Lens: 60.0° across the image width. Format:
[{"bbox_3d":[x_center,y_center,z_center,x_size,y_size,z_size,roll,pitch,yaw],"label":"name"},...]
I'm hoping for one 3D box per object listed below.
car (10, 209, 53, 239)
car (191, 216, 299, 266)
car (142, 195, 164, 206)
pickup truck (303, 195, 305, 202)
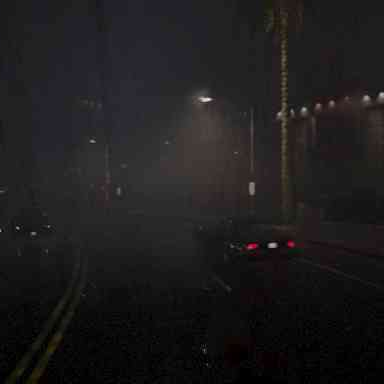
[{"bbox_3d":[-9.013,1.652,18.533,2.033,1.411,5.357,0,0,-29],"label":"car"},{"bbox_3d":[1.549,1.563,11.758,2.033,1.411,5.357,0,0,-17],"label":"car"},{"bbox_3d":[-6.607,1.420,53.864,4.553,1.767,2.185,-1,0,43],"label":"car"},{"bbox_3d":[13.063,1.075,34.465,2.390,2.098,6.274,-1,0,43],"label":"pickup truck"}]
